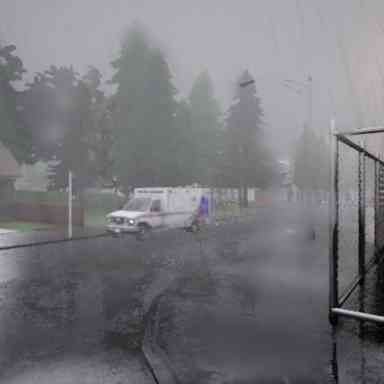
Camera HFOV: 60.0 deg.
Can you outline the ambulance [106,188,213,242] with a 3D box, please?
[{"bbox_3d":[-1.476,1.013,17.365,2.351,2.431,6.366,0,0,36],"label":"ambulance"}]
